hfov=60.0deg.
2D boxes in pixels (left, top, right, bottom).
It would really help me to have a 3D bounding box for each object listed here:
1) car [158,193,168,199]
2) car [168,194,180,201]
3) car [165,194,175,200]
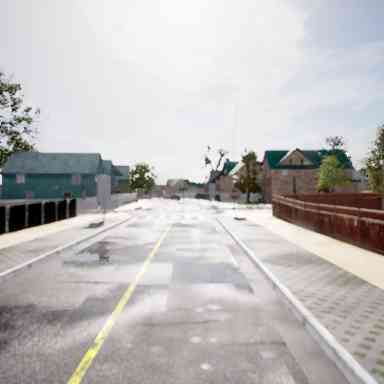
[{"bbox_3d":[-7.345,0.877,80.901,1.812,1.442,4.674,0,0,-10],"label":"car"},{"bbox_3d":[-3.877,1.219,77.258,1.837,1.490,4.892,0,0,-10],"label":"car"},{"bbox_3d":[-5.836,1.279,87.189,1.895,1.301,4.718,0,0,-12],"label":"car"}]
